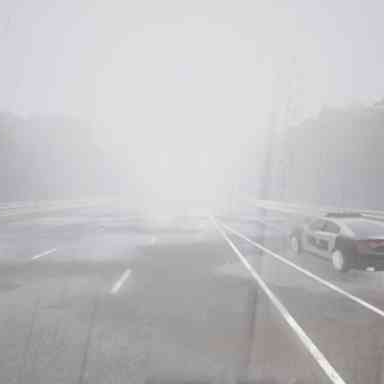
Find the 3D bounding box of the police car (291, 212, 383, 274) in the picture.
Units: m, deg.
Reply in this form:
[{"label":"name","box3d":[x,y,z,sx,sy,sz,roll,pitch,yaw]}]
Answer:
[{"label":"police car","box3d":[4.925,1.497,11.048,1.930,1.638,5.238,1,0,-5]}]
